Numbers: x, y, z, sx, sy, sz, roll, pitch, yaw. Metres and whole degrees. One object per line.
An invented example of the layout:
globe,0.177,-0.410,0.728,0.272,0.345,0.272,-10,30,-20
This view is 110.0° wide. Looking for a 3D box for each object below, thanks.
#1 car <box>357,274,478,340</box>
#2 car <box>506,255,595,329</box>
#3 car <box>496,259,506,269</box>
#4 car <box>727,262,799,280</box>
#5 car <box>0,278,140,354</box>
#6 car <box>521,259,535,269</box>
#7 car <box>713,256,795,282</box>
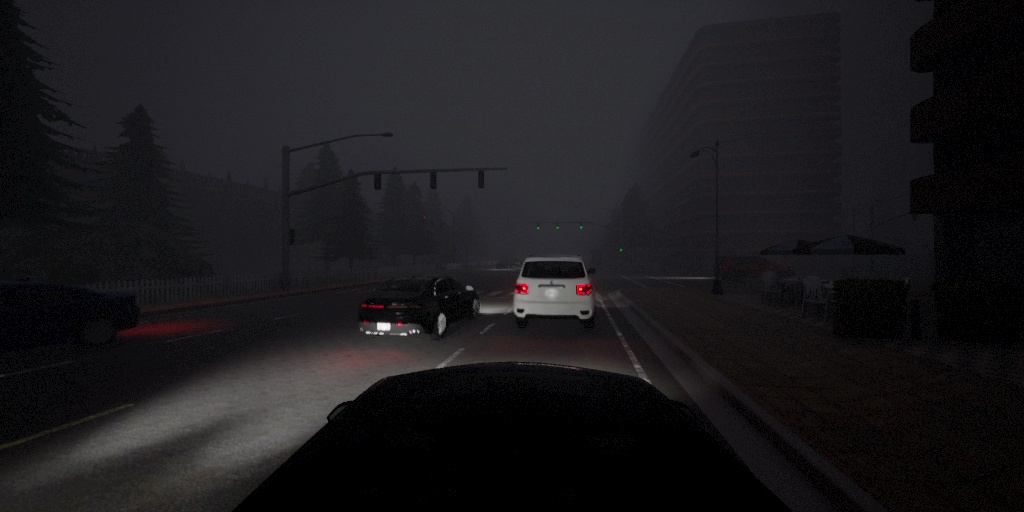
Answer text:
car,-2.341,1.258,10.141,1.837,1.490,4.892,0,1,10
car,1.462,0.975,11.489,2.150,2.045,5.566,0,0,10
car,-1.246,1.286,57.421,1.812,1.442,4.674,0,0,10
car,22.466,1.303,32.308,4.902,1.511,2.128,0,0,10
car,-10.230,1.228,6.601,1.882,1.535,5.008,0,0,10
car,2.692,1.286,59.556,1.812,1.442,4.674,0,0,10
car,19.425,1.032,29.034,5.566,2.045,2.150,0,0,9
